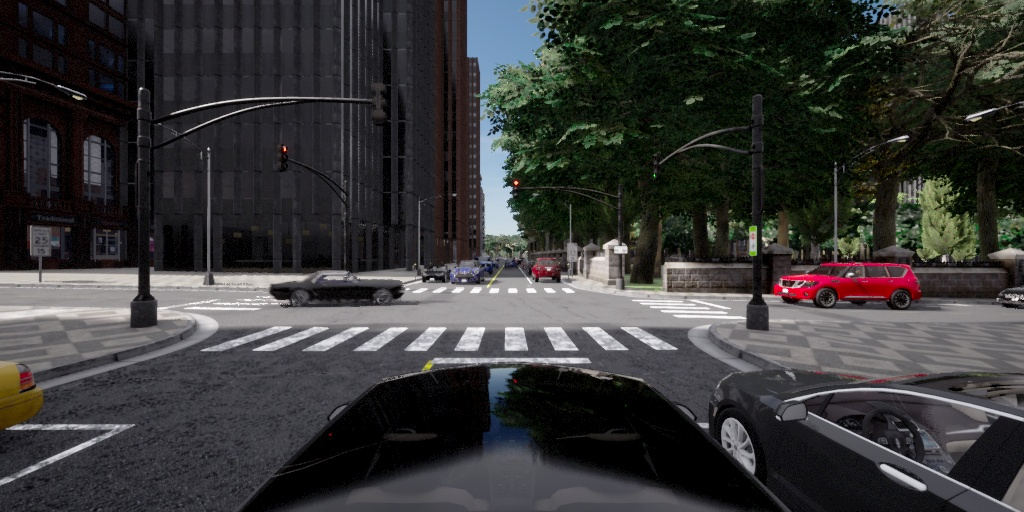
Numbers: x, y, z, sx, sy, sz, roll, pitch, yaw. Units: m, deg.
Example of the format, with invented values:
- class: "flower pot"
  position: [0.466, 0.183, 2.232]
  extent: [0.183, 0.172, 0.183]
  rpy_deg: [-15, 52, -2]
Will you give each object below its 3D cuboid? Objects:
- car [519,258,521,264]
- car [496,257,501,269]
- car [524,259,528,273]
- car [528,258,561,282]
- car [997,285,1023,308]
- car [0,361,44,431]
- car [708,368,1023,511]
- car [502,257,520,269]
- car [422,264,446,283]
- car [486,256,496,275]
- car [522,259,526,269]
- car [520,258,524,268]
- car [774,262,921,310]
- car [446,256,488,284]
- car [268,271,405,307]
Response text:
- class: "car"
  position: [2.581, 1.230, 55.732]
  extent: [1.967, 1.591, 4.097]
  rpy_deg: [0, 0, 0]
- class: "car"
  position: [-3.241, 1.144, 57.749]
  extent: [2.097, 1.767, 4.553]
  rpy_deg: [0, 0, 0]
- class: "car"
  position: [2.636, 1.338, 39.362]
  extent: [1.948, 1.339, 4.313]
  rpy_deg: [0, 0, 0]
- class: "car"
  position: [2.673, 1.075, 28.450]
  extent: [2.192, 1.841, 5.009]
  rpy_deg: [0, 0, 0]
- class: "car"
  position: [25.862, 1.809, 16.727]
  extent: [4.892, 1.490, 1.837]
  rpy_deg: [1, 0, 0]
- class: "car"
  position: [-5.760, 1.275, 1.577]
  extent: [1.751, 1.417, 4.829]
  rpy_deg: [0, 0, 0]
- class: "car"
  position: [2.764, 1.300, 1.785]
  extent: [2.007, 1.370, 4.403]
  rpy_deg: [0, 0, 0]
- class: "car"
  position: [-0.140, 1.146, 58.667]
  extent: [2.097, 1.767, 4.553]
  rpy_deg: [0, 0, 0]
- class: "car"
  position: [-5.852, 1.326, 28.411]
  extent: [1.948, 1.339, 4.313]
  rpy_deg: [0, 0, 0]
- class: "car"
  position: [-3.229, 0.996, 39.947]
  extent: [2.150, 2.045, 5.566]
  rpy_deg: [0, 0, 0]
- class: "car"
  position: [2.618, 1.329, 44.818]
  extent: [2.007, 1.370, 4.403]
  rpy_deg: [0, 0, 0]
- class: "car"
  position: [2.599, 1.335, 50.275]
  extent: [2.007, 1.370, 4.403]
  rpy_deg: [0, 0, 0]
- class: "car"
  position: [15.441, 1.314, 16.638]
  extent: [5.566, 2.045, 2.150]
  rpy_deg: [1, 0, -1]
- class: "car"
  position: [-3.248, 1.111, 26.848]
  extent: [2.097, 1.767, 4.553]
  rpy_deg: [0, 0, 1]
- class: "car"
  position: [-6.723, 1.255, 14.356]
  extent: [4.718, 1.301, 1.895]
  rpy_deg: [1, 0, -16]
